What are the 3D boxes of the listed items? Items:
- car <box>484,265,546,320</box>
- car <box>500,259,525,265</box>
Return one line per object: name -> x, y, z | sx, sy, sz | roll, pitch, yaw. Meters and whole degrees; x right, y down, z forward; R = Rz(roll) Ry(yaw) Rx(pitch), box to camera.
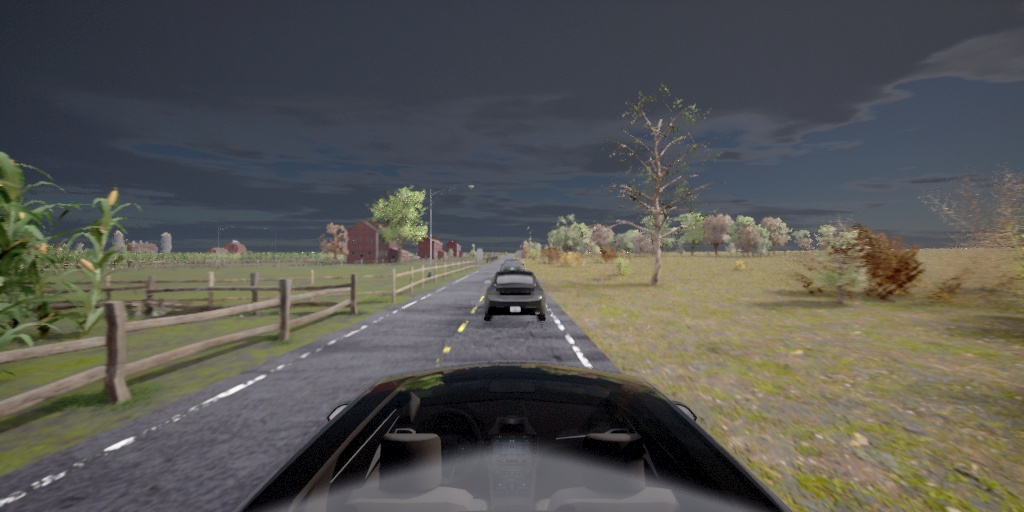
car -> 0.086, 1.233, 12.430 | 1.837, 1.490, 4.892 | 0, 0, 0
car -> 0.026, 1.035, 31.416 | 2.097, 1.767, 4.553 | 0, 0, 0
